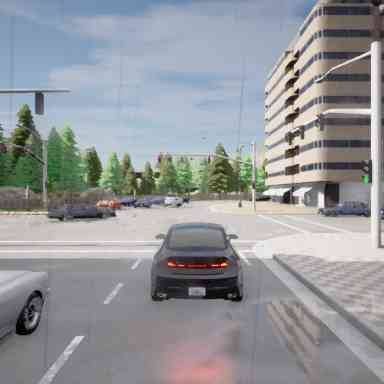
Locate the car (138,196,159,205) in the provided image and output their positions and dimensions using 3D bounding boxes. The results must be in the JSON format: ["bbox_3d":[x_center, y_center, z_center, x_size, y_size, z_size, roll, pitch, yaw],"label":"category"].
[{"bbox_3d":[-7.821,1.505,60.748,1.837,1.490,4.892,0,0,19],"label":"car"}]

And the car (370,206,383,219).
[{"bbox_3d":[17.703,1.581,27.439,4.674,1.442,1.812,0,0,0],"label":"car"}]

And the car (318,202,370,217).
[{"bbox_3d":[14.607,1.603,30.949,5.357,1.411,2.033,0,0,0],"label":"car"}]

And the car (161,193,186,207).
[{"bbox_3d":[-2.755,1.221,51.600,2.150,2.045,5.566,0,0,7],"label":"car"}]

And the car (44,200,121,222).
[{"bbox_3d":[-8.850,1.580,26.626,5.357,1.411,2.033,0,0,-35],"label":"car"}]

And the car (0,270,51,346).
[{"bbox_3d":[-3.426,1.601,3.762,1.895,1.301,4.718,0,0,0],"label":"car"}]

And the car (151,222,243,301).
[{"bbox_3d":[0.117,1.505,8.282,1.837,1.490,4.892,0,0,1],"label":"car"}]

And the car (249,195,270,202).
[{"bbox_3d":[15.199,1.595,74.726,4.718,1.301,1.895,0,0,-33],"label":"car"}]

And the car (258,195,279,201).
[{"bbox_3d":[18.524,1.478,80.512,5.008,1.535,1.882,0,0,-22],"label":"car"}]

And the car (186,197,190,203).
[{"bbox_3d":[-2.197,1.478,65.331,1.882,1.535,5.008,0,0,28],"label":"car"}]

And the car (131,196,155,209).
[{"bbox_3d":[-6.739,1.564,46.042,1.994,1.385,4.181,0,0,0],"label":"car"}]

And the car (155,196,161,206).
[{"bbox_3d":[-5.630,1.478,55.848,1.882,1.535,5.008,0,0,14],"label":"car"}]

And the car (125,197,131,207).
[{"bbox_3d":[-9.864,1.478,51.029,1.882,1.535,5.008,0,0,7],"label":"car"}]

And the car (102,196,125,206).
[{"bbox_3d":[-10.396,1.352,41.818,2.097,1.767,4.553,0,0,2],"label":"car"}]
